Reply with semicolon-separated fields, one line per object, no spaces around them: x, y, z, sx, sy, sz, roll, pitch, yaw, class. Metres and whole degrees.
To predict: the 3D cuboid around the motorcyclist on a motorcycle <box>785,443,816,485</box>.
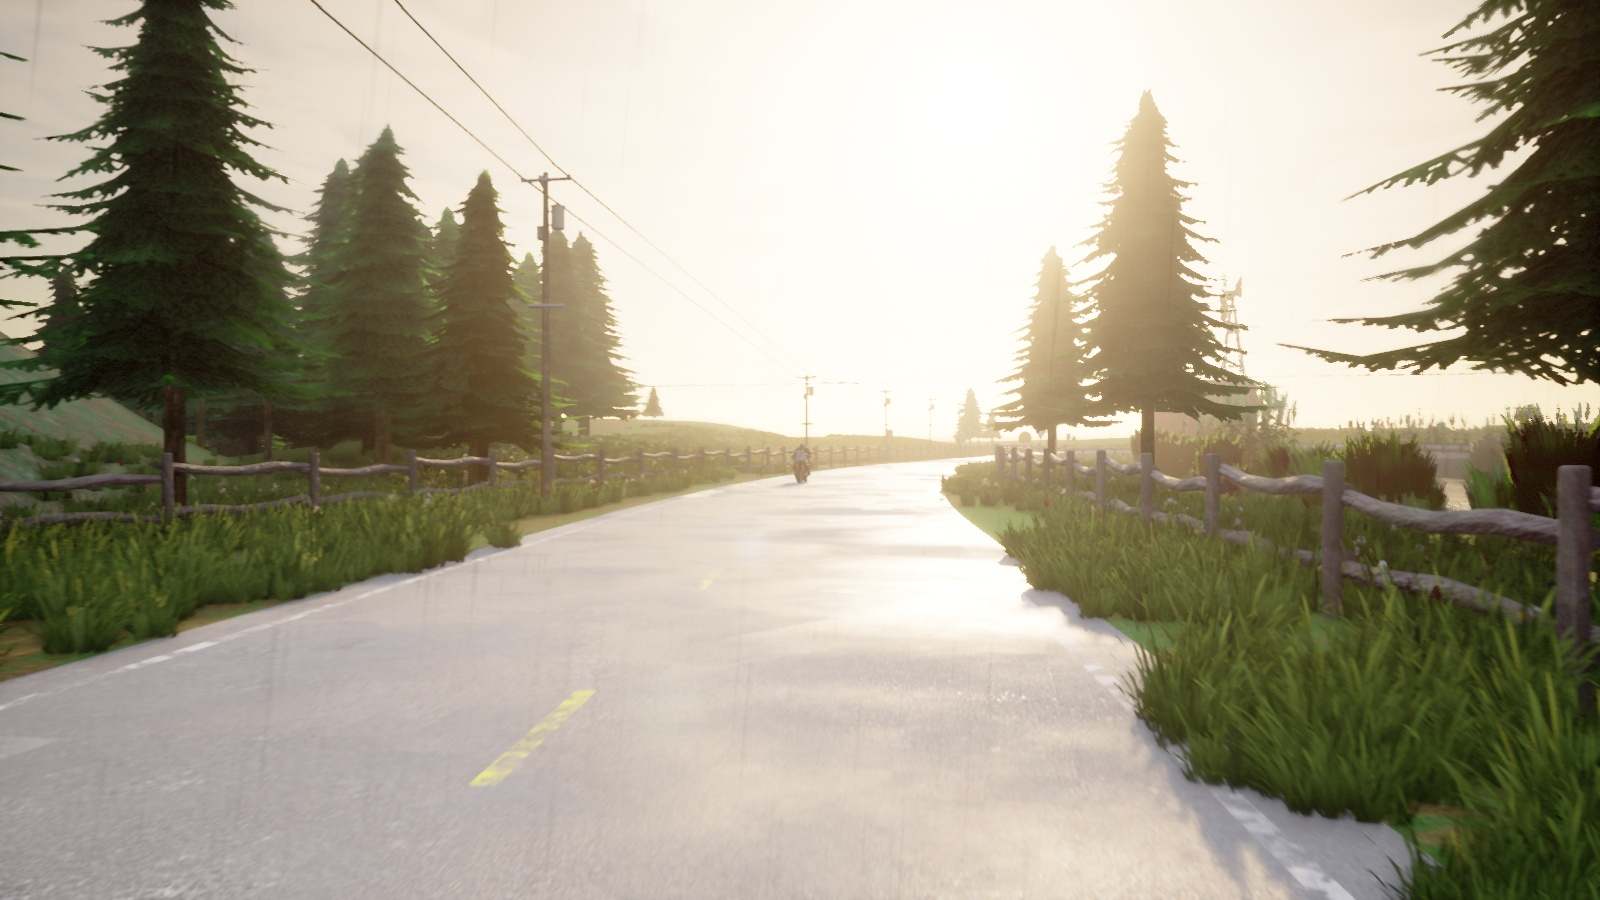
0.024;0.516;47.114;0.866;1.530;2.191;0;0;7;motorcyclist on a motorcycle
